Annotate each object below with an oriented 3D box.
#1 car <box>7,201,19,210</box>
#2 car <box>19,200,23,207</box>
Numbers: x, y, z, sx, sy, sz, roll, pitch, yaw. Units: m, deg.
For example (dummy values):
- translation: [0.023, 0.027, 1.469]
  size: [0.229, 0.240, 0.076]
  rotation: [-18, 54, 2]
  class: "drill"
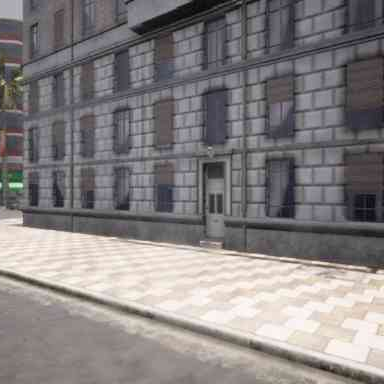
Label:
- translation: [-20.842, 1.564, 41.796]
  size: [1.994, 1.385, 4.181]
  rotation: [0, 0, 36]
  class: "car"
- translation: [-17.746, 1.525, 40.112]
  size: [1.812, 1.442, 4.674]
  rotation: [0, 0, 36]
  class: "car"
